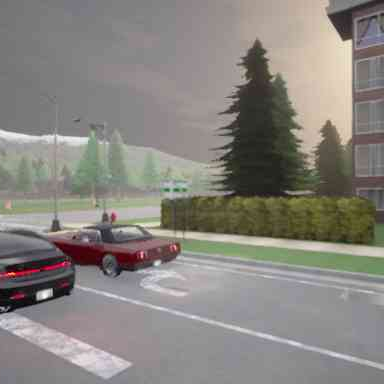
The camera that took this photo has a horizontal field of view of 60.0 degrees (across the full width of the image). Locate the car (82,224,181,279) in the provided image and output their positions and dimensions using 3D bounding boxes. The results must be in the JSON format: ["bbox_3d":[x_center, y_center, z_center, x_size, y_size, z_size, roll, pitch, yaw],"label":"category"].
[{"bbox_3d":[-2.727,1.630,10.217,4.718,1.301,1.895,0,0,36],"label":"car"}]

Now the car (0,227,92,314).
[{"bbox_3d":[-4.522,1.533,7.206,4.892,1.490,1.837,0,0,36],"label":"car"}]
